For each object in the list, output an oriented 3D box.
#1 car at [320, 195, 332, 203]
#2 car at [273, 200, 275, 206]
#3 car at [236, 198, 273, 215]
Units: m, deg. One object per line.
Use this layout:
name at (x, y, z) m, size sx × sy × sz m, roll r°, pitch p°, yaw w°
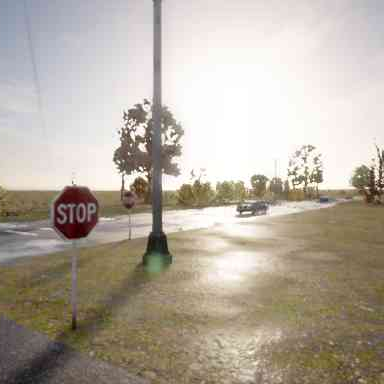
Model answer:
car at (31.789, 1.706, 79.291) m, size 1.882 × 1.535 × 5.008 m, roll 0°, pitch 0°, yaw 30°
car at (13.205, 1.737, 58.797) m, size 1.994 × 1.385 × 4.181 m, roll 0°, pitch 0°, yaw 34°
car at (6.678, 1.673, 36.546) m, size 2.033 × 1.411 × 5.357 m, roll 0°, pitch 0°, yaw 34°
